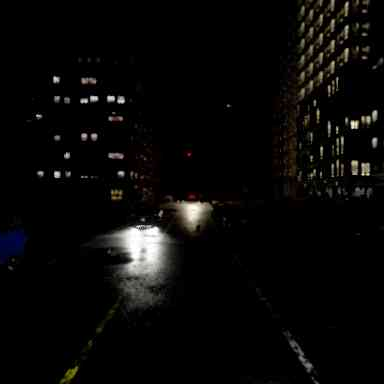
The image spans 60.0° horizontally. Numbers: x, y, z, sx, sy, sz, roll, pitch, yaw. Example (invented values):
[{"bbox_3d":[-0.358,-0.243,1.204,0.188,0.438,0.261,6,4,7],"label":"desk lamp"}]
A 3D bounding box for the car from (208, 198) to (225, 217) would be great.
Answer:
[{"bbox_3d":[2.696,1.517,30.751,1.752,1.417,4.829,0,0,0],"label":"car"}]

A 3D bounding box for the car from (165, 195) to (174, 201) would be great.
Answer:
[{"bbox_3d":[-5.669,1.584,85.102,1.887,1.381,4.507,0,0,0],"label":"car"}]

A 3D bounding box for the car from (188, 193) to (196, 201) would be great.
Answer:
[{"bbox_3d":[0.026,1.246,89.302,2.150,2.045,5.566,0,0,0],"label":"car"}]

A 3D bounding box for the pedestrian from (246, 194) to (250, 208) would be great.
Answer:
[{"bbox_3d":[6.145,1.135,36.460,0.375,1.860,0.375,0,0,0],"label":"pedestrian"}]

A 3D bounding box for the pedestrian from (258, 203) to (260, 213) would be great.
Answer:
[{"bbox_3d":[7.146,1.656,35.261,0.500,1.100,0.500,0,0,0],"label":"pedestrian"}]

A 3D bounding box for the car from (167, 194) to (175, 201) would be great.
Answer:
[{"bbox_3d":[-5.669,1.489,90.630,1.967,1.590,4.097,0,0,0],"label":"car"}]

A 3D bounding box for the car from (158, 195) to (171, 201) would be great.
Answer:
[{"bbox_3d":[-5.675,1.560,62.996,2.008,1.369,4.403,0,0,0],"label":"car"}]

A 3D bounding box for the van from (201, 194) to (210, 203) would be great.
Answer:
[{"bbox_3d":[2.705,1.355,68.520,1.690,1.788,3.998,0,0,0],"label":"van"}]

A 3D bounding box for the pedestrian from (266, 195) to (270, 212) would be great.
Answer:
[{"bbox_3d":[8.146,1.256,35.860,0.375,1.860,0.375,0,0,0],"label":"pedestrian"}]

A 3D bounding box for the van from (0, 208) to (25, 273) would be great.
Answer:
[{"bbox_3d":[-5.691,1.337,8.052,1.690,1.788,3.998,0,0,0],"label":"van"}]

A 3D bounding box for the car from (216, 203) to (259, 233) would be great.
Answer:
[{"bbox_3d":[2.692,1.558,19.316,1.947,1.339,4.313,0,0,0],"label":"car"}]

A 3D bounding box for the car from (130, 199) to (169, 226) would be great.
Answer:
[{"bbox_3d":[-3.073,1.483,23.398,2.128,1.511,4.902,0,0,0],"label":"car"}]

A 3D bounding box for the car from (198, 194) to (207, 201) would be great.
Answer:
[{"bbox_3d":[2.710,1.353,85.100,2.192,1.841,5.009,0,0,0],"label":"car"}]

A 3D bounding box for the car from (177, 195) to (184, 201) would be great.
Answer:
[{"bbox_3d":[-2.975,1.586,89.326,2.033,1.411,5.357,0,0,0],"label":"car"}]

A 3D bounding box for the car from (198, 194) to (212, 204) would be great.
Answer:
[{"bbox_3d":[2.704,1.323,62.994,2.192,1.841,5.009,0,0,0],"label":"car"}]

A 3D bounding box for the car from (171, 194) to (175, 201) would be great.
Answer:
[{"bbox_3d":[-5.671,1.581,79.576,2.008,1.369,4.403,0,0,0],"label":"car"}]
